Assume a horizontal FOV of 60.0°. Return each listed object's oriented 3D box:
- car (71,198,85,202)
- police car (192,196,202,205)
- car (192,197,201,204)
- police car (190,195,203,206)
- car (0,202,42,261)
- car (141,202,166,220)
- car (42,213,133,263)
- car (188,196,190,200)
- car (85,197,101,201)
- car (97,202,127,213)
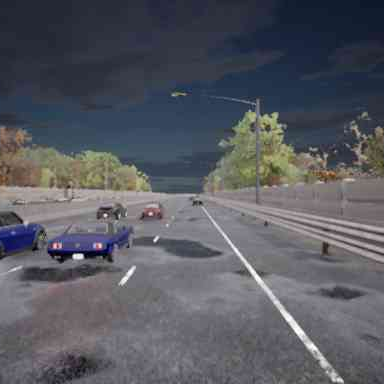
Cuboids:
[{"bbox_3d":[-24.544,1.881,72.286,1.895,1.301,4.718,0,0,0],"label":"car"},{"bbox_3d":[1.007,1.748,69.613,1.930,1.638,5.238,0,0,0],"label":"police car"},{"bbox_3d":[1.003,1.877,75.503,1.812,1.442,4.674,0,0,0],"label":"car"},{"bbox_3d":[1.013,1.700,59.612,1.930,1.638,5.238,0,0,0],"label":"police car"},{"bbox_3d":[-6.906,1.405,11.544,2.097,1.767,4.553,0,0,0],"label":"car"},{"bbox_3d":[-3.431,1.662,29.984,1.812,1.442,4.674,0,0,0],"label":"car"},{"bbox_3d":[-3.407,1.656,12.190,1.895,1.301,4.718,0,0,0],"label":"car"},{"bbox_3d":[-0.059,1.878,94.377,1.837,1.490,4.892,0,0,0],"label":"car"},{"bbox_3d":[-21.044,1.816,71.901,1.812,1.442,4.674,0,0,0],"label":"car"},{"bbox_3d":[-6.918,1.637,29.030,1.837,1.490,4.892,0,0,0],"label":"car"}]
